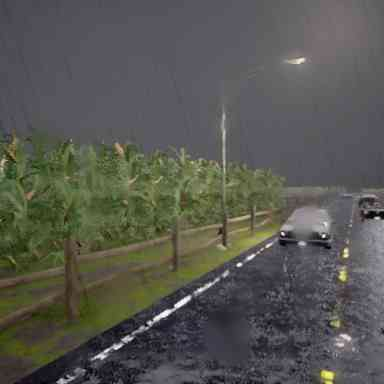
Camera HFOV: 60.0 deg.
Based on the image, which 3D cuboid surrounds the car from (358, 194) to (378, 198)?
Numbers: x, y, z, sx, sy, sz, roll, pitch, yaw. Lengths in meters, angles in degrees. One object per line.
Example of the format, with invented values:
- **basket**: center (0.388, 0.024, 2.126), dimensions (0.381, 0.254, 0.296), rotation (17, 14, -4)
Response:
- **car**: center (19.900, 0.974, 37.600), dimensions (1.882, 1.535, 5.008), rotation (0, 1, 27)

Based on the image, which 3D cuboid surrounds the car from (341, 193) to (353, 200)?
- **car**: center (29.272, 0.810, 62.871), dimensions (1.994, 1.385, 4.181), rotation (0, 0, 26)

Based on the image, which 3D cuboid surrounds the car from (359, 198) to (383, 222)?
- **car**: center (12.345, 1.289, 22.335), dimensions (1.895, 1.301, 4.718), rotation (0, 1, 27)

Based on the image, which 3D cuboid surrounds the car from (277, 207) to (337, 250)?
- **car**: center (4.984, 1.363, 13.856), dimensions (2.033, 1.411, 5.357), rotation (0, 1, 26)
